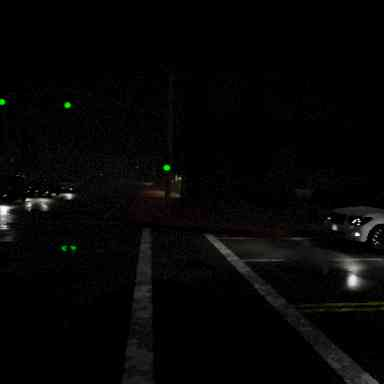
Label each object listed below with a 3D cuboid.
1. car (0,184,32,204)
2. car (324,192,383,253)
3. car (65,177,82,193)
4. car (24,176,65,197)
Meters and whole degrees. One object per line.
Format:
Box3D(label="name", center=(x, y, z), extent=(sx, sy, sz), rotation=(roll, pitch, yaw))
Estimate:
Box3D(label="car", center=(-14.782, 0.147, 26.632), extent=(1.812, 1.442, 4.674), rotation=(1, 2, -7))
Box3D(label="car", center=(7.764, 0.964, 12.057), extent=(5.566, 2.045, 2.150), rotation=(1, 2, -8))
Box3D(label="car", center=(-17.179, -0.946, 46.421), extent=(2.150, 2.045, 5.566), rotation=(1, 2, -7))
Box3D(label="car", center=(-15.975, -0.543, 36.295), extent=(2.150, 2.045, 5.566), rotation=(1, 2, -7))
